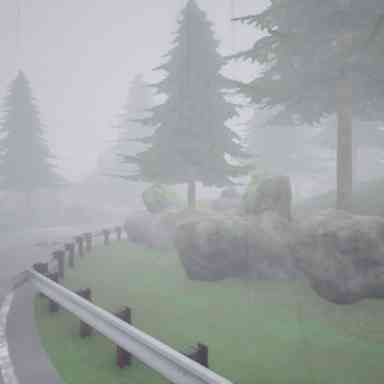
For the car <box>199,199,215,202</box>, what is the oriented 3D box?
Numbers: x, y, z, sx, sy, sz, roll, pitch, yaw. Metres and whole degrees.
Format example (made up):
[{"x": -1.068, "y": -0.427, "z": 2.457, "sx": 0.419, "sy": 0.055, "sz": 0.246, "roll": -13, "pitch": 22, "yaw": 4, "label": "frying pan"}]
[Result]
[{"x": 2.392, "y": 1.723, "z": 34.340, "sx": 2.150, "sy": 2.045, "sz": 5.566, "roll": 0, "pitch": -1, "yaw": 28, "label": "car"}]
